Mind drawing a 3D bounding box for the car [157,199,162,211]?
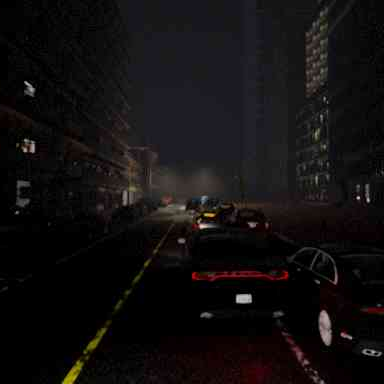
[{"bbox_3d":[-5.557,1.886,44.846,1.752,1.417,4.829,1,0,0],"label":"car"}]

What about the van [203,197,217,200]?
[{"bbox_3d":[2.826,1.698,44.995,1.690,1.788,3.998,1,0,0],"label":"van"}]

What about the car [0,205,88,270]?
[{"bbox_3d":[-5.642,1.411,11.600,2.192,1.841,5.009,1,0,0],"label":"car"}]

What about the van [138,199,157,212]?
[{"bbox_3d":[-5.569,1.659,39.448,1.690,1.788,3.998,1,0,0],"label":"van"}]

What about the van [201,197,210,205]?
[{"bbox_3d":[2.899,1.924,72.842,1.690,1.788,3.998,1,0,0],"label":"van"}]

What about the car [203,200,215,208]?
[{"bbox_3d":[2.852,2.029,56.130,1.802,1.307,4.206,1,0,0],"label":"car"}]

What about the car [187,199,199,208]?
[{"bbox_3d":[0.156,1.955,57.981,2.128,1.511,4.902,0,0,0],"label":"car"}]

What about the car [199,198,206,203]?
[{"bbox_3d":[2.954,2.312,95.118,1.887,1.381,4.507,1,0,0],"label":"car"}]

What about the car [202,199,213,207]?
[{"bbox_3d":[2.867,2.019,61.870,1.752,1.417,4.829,1,0,0],"label":"car"}]

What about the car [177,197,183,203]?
[{"bbox_3d":[-2.768,2.055,87.039,2.097,1.767,4.553,0,0,0],"label":"car"}]

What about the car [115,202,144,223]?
[{"bbox_3d":[-5.602,1.794,28.307,1.947,1.339,4.313,1,0,0],"label":"car"}]

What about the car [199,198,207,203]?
[{"bbox_3d":[2.940,2.247,89.718,1.752,1.417,4.829,1,0,0],"label":"car"}]

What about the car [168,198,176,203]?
[{"bbox_3d":[-5.440,2.270,89.571,1.887,1.381,4.507,1,0,0],"label":"car"}]

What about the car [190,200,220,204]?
[{"bbox_3d":[0.966,1.644,23.888,1.801,1.575,5.366,0,0,0],"label":"car"}]

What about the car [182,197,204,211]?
[{"bbox_3d":[0.161,1.716,45.566,2.097,1.767,4.553,0,0,1],"label":"car"}]

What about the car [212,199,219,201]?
[{"bbox_3d":[2.780,1.663,28.285,1.967,1.590,4.097,1,0,0],"label":"car"}]

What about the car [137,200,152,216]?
[{"bbox_3d":[-5.587,1.823,33.876,2.008,1.369,4.403,1,0,0],"label":"car"}]

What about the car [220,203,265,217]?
[{"bbox_3d":[2.750,1.575,17.145,1.967,1.590,4.097,1,0,0],"label":"car"}]

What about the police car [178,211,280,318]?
[{"bbox_3d":[0.708,1.487,7.795,1.930,1.638,5.238,0,0,-2],"label":"police car"}]

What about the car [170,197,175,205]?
[{"bbox_3d":[-5.481,1.903,72.865,2.192,1.841,5.009,1,0,0],"label":"car"}]

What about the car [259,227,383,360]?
[{"bbox_3d":[2.720,1.598,6.005,2.008,1.369,4.403,1,0,0],"label":"car"}]

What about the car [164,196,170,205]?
[{"bbox_3d":[-5.514,2.021,61.554,1.752,1.417,4.829,1,0,0],"label":"car"}]

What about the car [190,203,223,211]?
[{"bbox_3d":[0.930,1.597,17.887,1.801,1.575,5.366,0,0,0],"label":"car"}]

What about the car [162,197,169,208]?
[{"bbox_3d":[-5.528,2.003,56.153,2.008,1.369,4.403,1,0,0],"label":"car"}]

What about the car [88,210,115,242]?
[{"bbox_3d":[-5.631,1.684,17.168,1.887,1.381,4.507,1,0,0],"label":"car"}]
